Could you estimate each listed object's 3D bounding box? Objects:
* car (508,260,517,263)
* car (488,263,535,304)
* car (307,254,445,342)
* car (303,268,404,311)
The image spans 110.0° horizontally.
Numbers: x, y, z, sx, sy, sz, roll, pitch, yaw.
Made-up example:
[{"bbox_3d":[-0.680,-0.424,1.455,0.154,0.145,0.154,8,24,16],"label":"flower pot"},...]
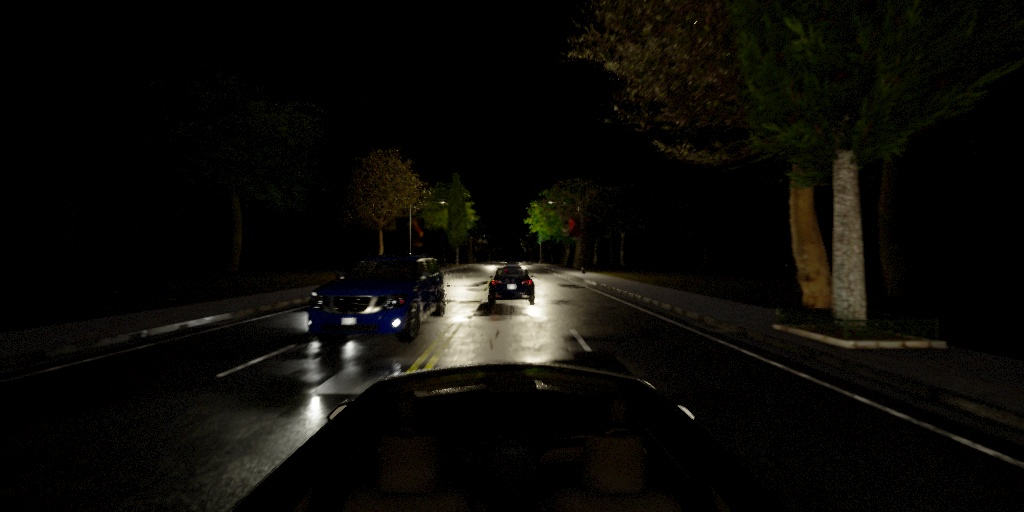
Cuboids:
[{"bbox_3d":[0.093,1.340,34.947,2.033,1.411,5.357,0,0,0],"label":"car"},{"bbox_3d":[-0.009,1.261,16.508,2.163,1.488,4.792,0,0,0],"label":"car"},{"bbox_3d":[-3.338,0.973,10.117,2.150,2.045,5.566,0,0,0],"label":"car"},{"bbox_3d":[-6.557,1.304,15.696,2.033,1.411,5.357,0,0,0],"label":"car"}]
